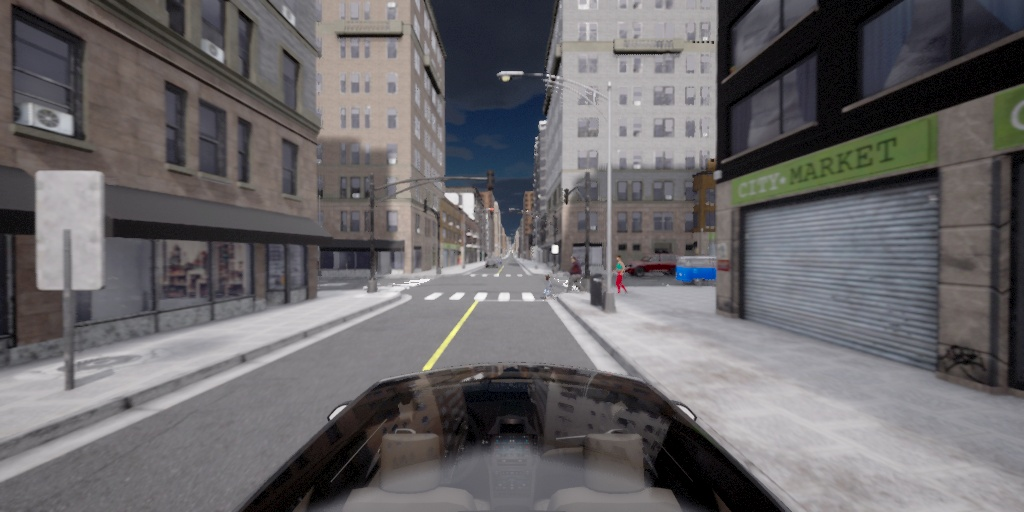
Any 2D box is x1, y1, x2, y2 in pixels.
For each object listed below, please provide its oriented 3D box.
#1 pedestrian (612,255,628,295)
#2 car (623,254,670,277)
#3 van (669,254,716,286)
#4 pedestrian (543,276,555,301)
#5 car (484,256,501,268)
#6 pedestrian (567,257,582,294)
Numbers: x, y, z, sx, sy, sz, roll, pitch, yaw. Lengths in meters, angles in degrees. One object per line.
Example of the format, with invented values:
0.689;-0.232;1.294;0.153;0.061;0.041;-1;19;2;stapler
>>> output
4.847;0.824;16.111;0.375;1.860;0.375;0;1;0;pedestrian
12.098;0.763;30.369;5.009;1.841;2.192;0;0;0;car
12.120;0.880;21.844;3.998;1.789;1.690;0;0;0;van
1.578;0.990;15.513;0.375;1.860;0.375;0;1;0;pedestrian
-3.052;1.073;54.294;1.837;1.490;4.892;0;0;0;car
2.903;0.836;16.712;0.375;1.860;0.375;0;1;0;pedestrian
